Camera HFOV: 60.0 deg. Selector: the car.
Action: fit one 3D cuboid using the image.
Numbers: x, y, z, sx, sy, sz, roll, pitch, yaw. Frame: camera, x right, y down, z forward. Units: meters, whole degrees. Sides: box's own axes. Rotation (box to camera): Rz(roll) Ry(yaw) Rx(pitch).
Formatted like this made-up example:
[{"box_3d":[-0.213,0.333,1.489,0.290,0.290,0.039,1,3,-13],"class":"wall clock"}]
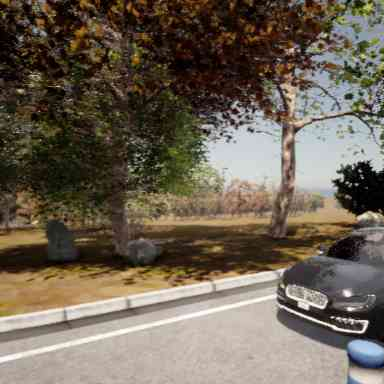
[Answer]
[{"box_3d":[3.753,1.461,6.310,4.892,1.490,1.837,0,1,-32],"class":"car"}]
